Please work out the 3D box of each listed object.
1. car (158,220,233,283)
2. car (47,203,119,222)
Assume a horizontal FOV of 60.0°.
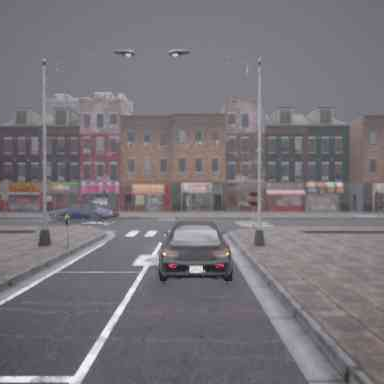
[{"bbox_3d":[0.092,1.540,9.605,1.812,1.442,4.674,0,0,0],"label":"car"},{"bbox_3d":[-8.460,1.558,25.867,5.357,1.411,2.033,0,0,5],"label":"car"}]
